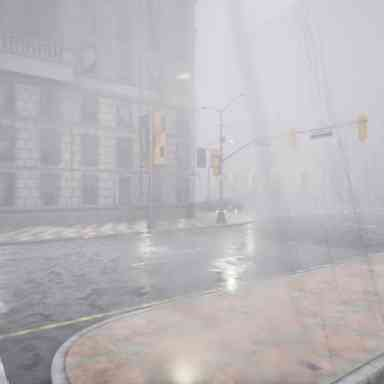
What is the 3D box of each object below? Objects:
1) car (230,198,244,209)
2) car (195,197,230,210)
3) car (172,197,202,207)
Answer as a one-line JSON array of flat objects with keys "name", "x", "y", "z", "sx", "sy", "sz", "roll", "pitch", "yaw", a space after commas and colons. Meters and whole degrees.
[{"name": "car", "x": 4.859, "y": 1.505, "z": 44.665, "sx": 1.837, "sy": 1.490, "sz": 4.892, "roll": 0, "pitch": 0, "yaw": -36}, {"name": "car", "x": 2.298, "y": 1.564, "z": 42.232, "sx": 1.994, "sy": 1.385, "sz": 4.181, "roll": 0, "pitch": 0, "yaw": -36}, {"name": "car", "x": -0.828, "y": 1.547, "z": 52.610, "sx": 2.033, "sy": 1.411, "sz": 5.357, "roll": 0, "pitch": 0, "yaw": -35}]
